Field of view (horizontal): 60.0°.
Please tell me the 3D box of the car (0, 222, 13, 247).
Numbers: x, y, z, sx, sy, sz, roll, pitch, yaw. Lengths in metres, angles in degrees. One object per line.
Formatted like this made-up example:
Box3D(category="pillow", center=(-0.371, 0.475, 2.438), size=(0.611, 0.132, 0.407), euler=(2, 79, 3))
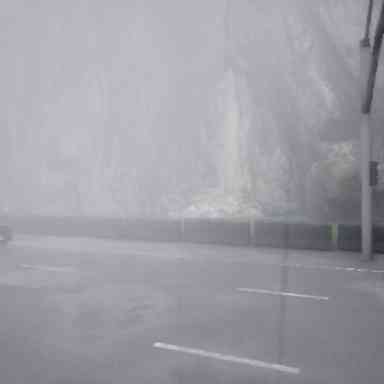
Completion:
Box3D(category="car", center=(-10.044, 1.732, 14.694), size=(4.674, 1.442, 1.812), euler=(0, -1, 23))
